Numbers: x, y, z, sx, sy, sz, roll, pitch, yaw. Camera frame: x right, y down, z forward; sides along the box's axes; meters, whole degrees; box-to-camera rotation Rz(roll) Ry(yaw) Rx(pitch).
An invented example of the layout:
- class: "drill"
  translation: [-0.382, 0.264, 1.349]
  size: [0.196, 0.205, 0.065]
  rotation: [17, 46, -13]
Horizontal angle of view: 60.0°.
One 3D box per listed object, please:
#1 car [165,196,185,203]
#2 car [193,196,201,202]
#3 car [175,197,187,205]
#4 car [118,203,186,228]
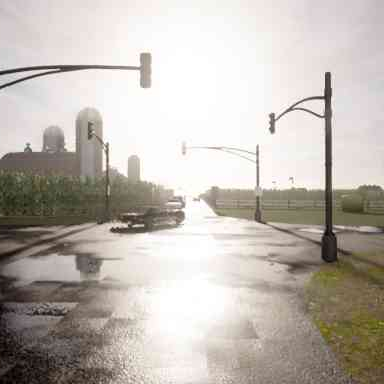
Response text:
- class: "car"
  translation: [-2.197, 1.564, 40.094]
  size: [1.812, 1.442, 4.674]
  rotation: [0, 0, 1]
- class: "car"
  translation: [1.093, 1.723, 80.184]
  size: [1.895, 1.301, 4.718]
  rotation: [0, 0, 1]
- class: "car"
  translation: [-1.951, 1.620, 60.102]
  size: [2.033, 1.411, 5.357]
  rotation: [0, 0, 1]
- class: "car"
  translation: [-2.516, 1.597, 22.167]
  size: [1.895, 1.301, 4.718]
  rotation: [0, -1, 38]
